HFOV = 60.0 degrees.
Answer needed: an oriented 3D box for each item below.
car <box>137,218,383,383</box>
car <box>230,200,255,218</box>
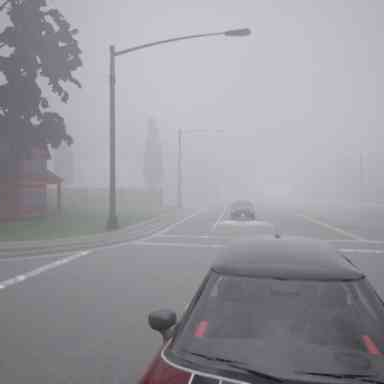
[{"bbox_3d":[0.802,1.349,2.945,2.097,1.767,4.553,0,0,13],"label":"car"},{"bbox_3d":[4.044,1.398,26.769,1.812,1.442,4.674,0,1,8],"label":"car"}]
